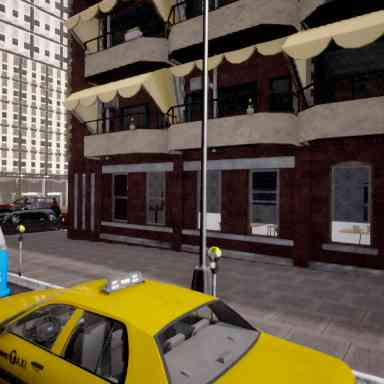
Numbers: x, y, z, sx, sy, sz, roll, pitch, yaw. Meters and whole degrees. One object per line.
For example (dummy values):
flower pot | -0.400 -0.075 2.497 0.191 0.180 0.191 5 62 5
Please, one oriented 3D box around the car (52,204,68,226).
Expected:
car | -6.970 1.685 23.207 1.887 1.381 4.507 1 0 36

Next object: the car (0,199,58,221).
car | -12.478 1.544 25.451 2.128 1.511 4.902 1 0 36

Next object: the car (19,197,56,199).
car | -13.757 1.339 28.117 2.192 1.841 5.009 1 0 36

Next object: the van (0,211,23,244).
van | -5.324 1.339 6.662 3.998 1.788 1.690 0 1 36

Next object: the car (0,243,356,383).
car | -0.902 1.525 3.508 4.829 1.417 1.752 0 1 36
